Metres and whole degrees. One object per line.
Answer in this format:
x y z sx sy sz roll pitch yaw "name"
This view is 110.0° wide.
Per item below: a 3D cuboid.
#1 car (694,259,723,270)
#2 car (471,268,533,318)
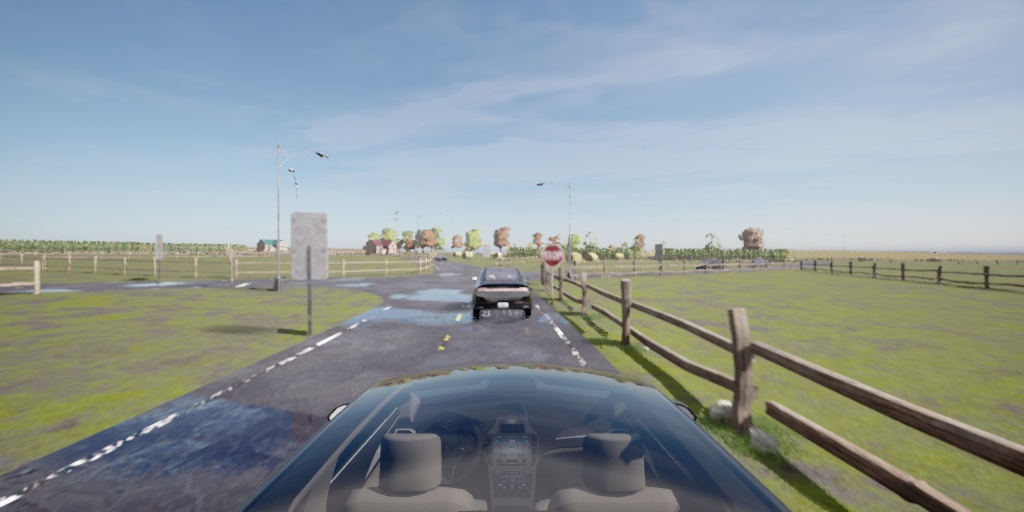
26.605 1.133 48.437 4.892 1.490 1.837 0 0 -34 "car"
-0.393 1.145 12.491 2.128 1.511 4.902 0 1 -4 "car"
